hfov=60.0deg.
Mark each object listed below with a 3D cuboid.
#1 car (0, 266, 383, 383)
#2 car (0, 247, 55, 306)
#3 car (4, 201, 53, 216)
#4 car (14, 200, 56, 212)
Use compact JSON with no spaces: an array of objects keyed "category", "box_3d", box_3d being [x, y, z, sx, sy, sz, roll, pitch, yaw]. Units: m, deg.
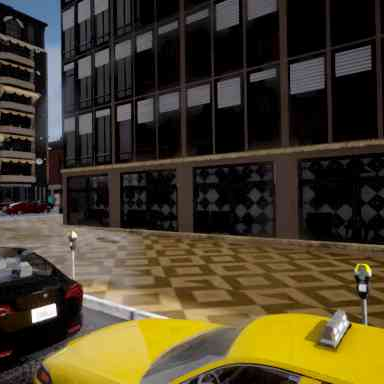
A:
[{"category":"car","box_3d":[0.736,1.526,2.367,4.829,1.417,1.752,0,-1,35]},{"category":"car","box_3d":[-3.565,1.568,5.413,4.313,1.339,1.947,0,-1,35]},{"category":"car","box_3d":[-15.731,1.581,31.897,1.802,1.307,4.206,-2,-1,35]},{"category":"car","box_3d":[-19.391,1.743,41.247,1.947,1.339,4.313,-2,-1,35]}]
